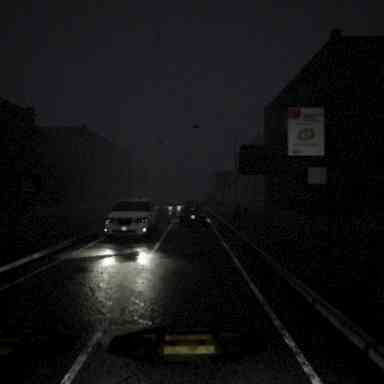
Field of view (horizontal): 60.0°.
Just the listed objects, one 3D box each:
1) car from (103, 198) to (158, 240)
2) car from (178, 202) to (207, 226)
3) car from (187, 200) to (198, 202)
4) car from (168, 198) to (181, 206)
[{"bbox_3d":[-3.123,1.342,18.052,2.150,2.045,5.566,0,0,0],"label":"car"},{"bbox_3d":[0.066,1.724,25.136,1.994,1.385,4.181,0,0,0],"label":"car"},{"bbox_3d":[0.046,1.732,41.373,1.837,1.490,4.892,0,0,0],"label":"car"},{"bbox_3d":[-3.120,1.788,60.544,1.812,1.442,4.674,0,0,0],"label":"car"}]
